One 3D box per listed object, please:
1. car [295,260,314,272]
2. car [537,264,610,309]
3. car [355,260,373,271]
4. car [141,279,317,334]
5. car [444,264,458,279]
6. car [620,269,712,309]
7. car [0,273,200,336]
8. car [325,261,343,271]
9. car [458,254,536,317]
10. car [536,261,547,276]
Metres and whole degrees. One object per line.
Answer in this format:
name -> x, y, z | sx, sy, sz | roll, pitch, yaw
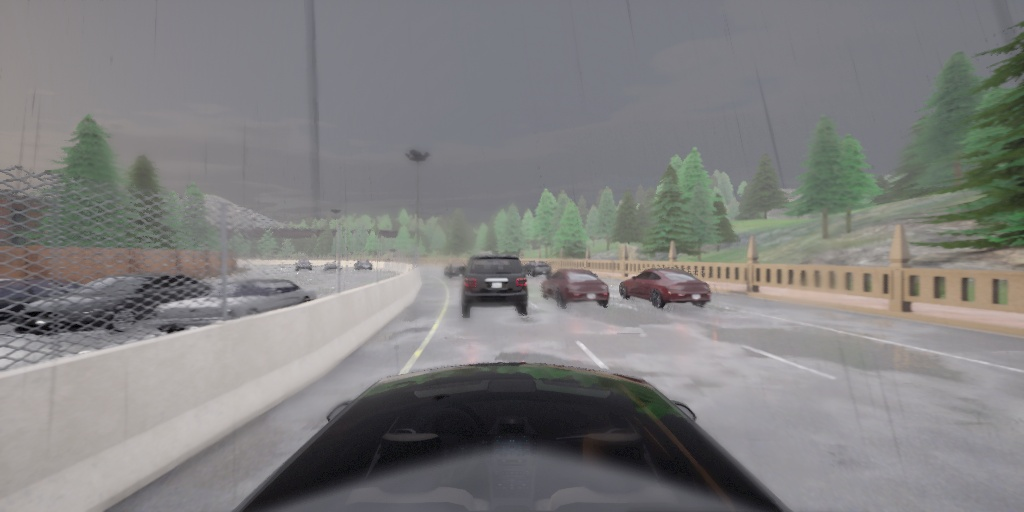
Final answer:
car -> -28.224, 1.312, 48.707 | 1.837, 1.490, 4.892 | 0, 0, -32
car -> 2.506, 1.249, 14.852 | 1.812, 1.442, 4.674 | 0, 0, -7
car -> -20.308, 1.264, 49.137 | 2.128, 1.511, 4.902 | 0, 0, -30
car -> -7.678, 1.371, 10.582 | 1.895, 1.301, 4.718 | 0, 0, -6
car -> -5.019, 1.333, 32.515 | 1.895, 1.301, 4.718 | 0, 0, -18
car -> 6.063, 1.235, 14.625 | 1.812, 1.442, 4.674 | 0, 0, -7
car -> -11.241, 1.290, 10.740 | 1.837, 1.490, 4.892 | 0, 0, -7
car -> -24.867, 1.392, 49.985 | 1.895, 1.301, 4.718 | 0, 0, -32
car -> -0.762, 0.960, 13.356 | 2.150, 2.045, 5.566 | 0, 0, -7
car -> 2.115, 1.194, 32.962 | 2.128, 1.511, 4.902 | 0, 0, -17
